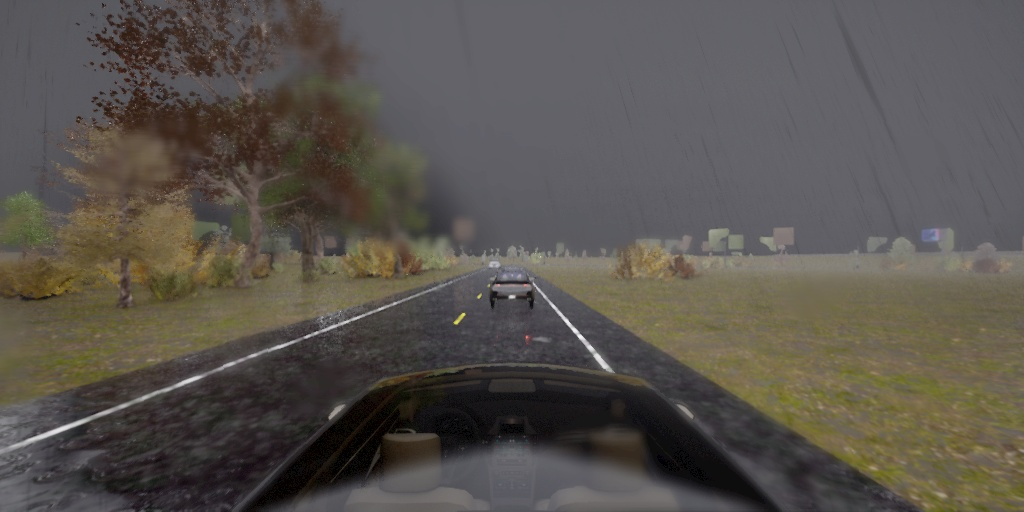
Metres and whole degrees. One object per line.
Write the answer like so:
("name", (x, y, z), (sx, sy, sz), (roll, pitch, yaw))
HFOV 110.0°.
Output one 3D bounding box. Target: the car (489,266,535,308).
("car", (0.005, 1.378, 16.159), (2.128, 1.511, 4.902), (0, 0, 0))
